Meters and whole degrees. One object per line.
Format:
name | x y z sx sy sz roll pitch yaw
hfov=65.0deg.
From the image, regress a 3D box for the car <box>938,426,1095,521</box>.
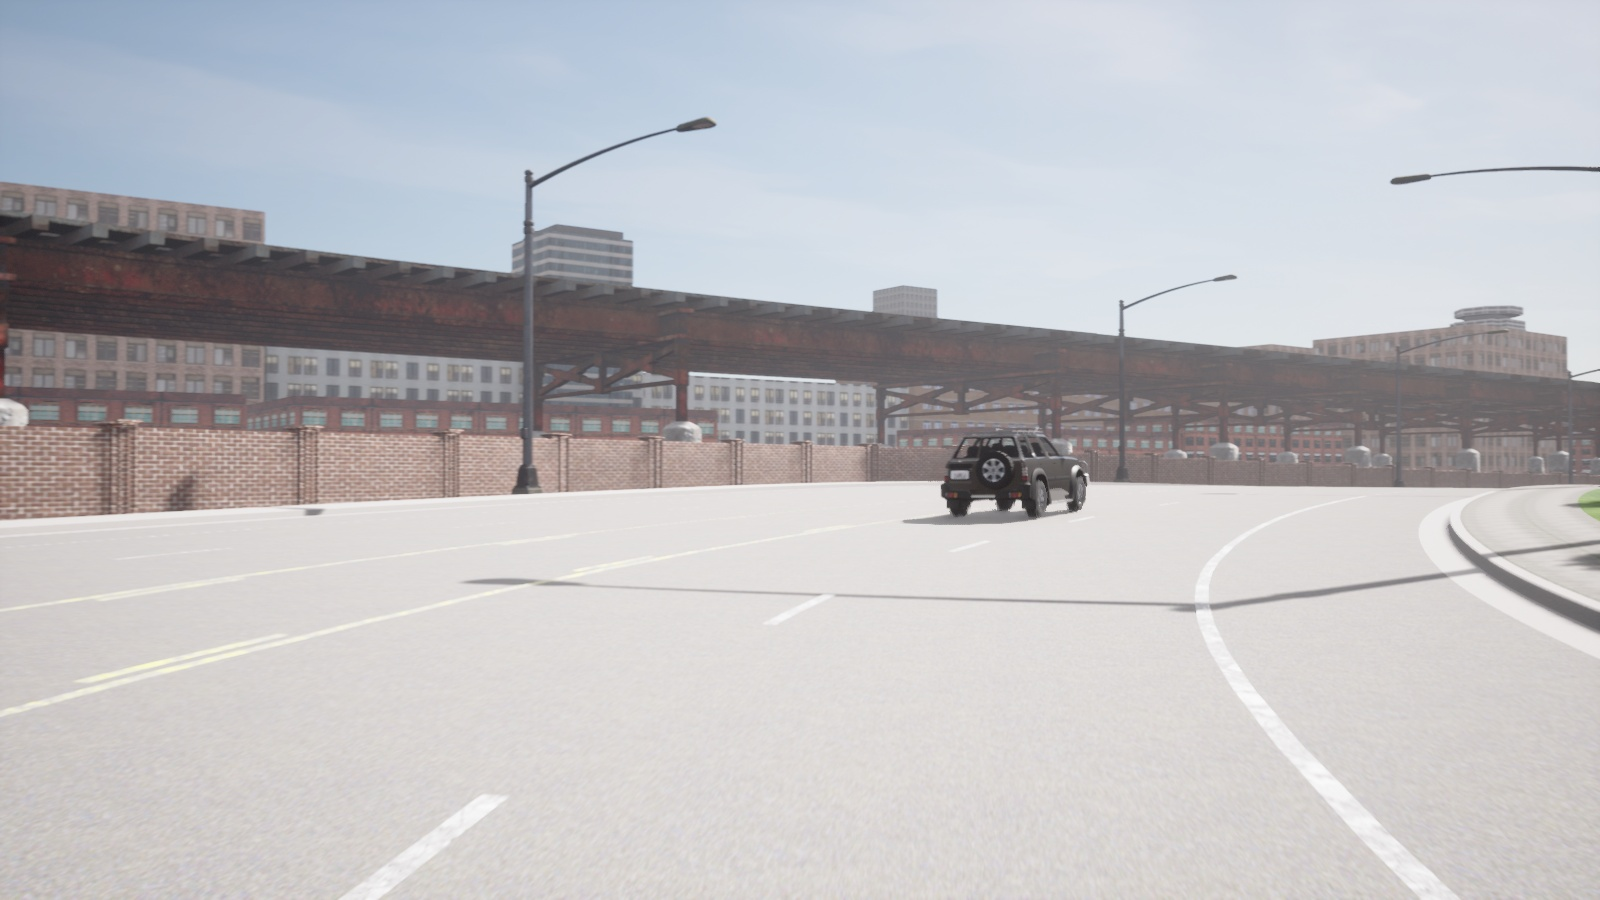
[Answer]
car | 4.784 0.464 27.151 1.932 1.855 4.605 -1 0 29
